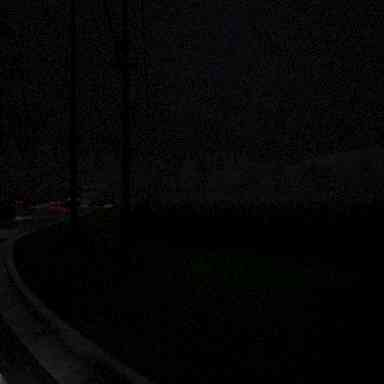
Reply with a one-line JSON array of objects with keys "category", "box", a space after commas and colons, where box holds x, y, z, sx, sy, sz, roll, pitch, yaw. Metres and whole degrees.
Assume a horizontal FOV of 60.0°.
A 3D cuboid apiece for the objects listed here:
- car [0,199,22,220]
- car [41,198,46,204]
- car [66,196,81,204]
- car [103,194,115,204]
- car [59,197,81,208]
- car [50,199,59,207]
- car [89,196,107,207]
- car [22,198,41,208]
[{"category": "car", "box": [-16.235, 1.505, 27.346, 2.097, 1.767, 4.553, 0, 0, -6]}, {"category": "car", "box": [-31.429, 1.944, 67.992, 1.895, 1.301, 4.718, 0, 0, -6]}, {"category": "car", "box": [-24.462, 1.637, 68.666, 1.882, 1.535, 5.008, 0, 0, -6]}, {"category": "car", "box": [-17.522, 1.530, 69.825, 2.150, 2.045, 5.566, 0, 0, -6]}, {"category": "car", "box": [-19.129, 1.744, 53.321, 2.128, 1.511, 4.902, 0, 0, -6]}, {"category": "car", "box": [-23.356, 1.889, 58.754, 1.895, 1.301, 4.718, 0, 0, -6]}, {"category": "car", "box": [-15.833, 1.811, 55.346, 1.994, 1.385, 4.181, 0, 0, -6]}, {"category": "car", "box": [-26.035, 1.766, 52.090, 2.128, 1.511, 4.902, 0, 0, -6]}]
